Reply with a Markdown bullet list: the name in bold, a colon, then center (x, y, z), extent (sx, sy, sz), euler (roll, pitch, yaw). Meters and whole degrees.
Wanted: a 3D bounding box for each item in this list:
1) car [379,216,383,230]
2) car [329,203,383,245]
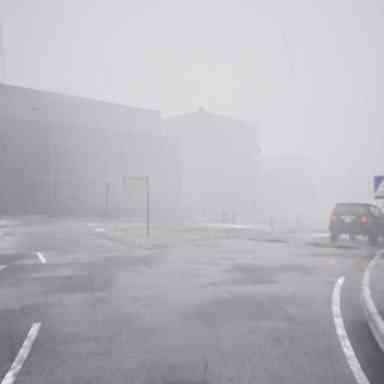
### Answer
- **car**: center (23.935, 3.729, 39.600), extent (1.882, 1.535, 5.008), euler (0, -4, 42)
- **car**: center (9.412, 1.723, 18.448), extent (2.150, 2.045, 5.566), euler (0, -5, 41)
